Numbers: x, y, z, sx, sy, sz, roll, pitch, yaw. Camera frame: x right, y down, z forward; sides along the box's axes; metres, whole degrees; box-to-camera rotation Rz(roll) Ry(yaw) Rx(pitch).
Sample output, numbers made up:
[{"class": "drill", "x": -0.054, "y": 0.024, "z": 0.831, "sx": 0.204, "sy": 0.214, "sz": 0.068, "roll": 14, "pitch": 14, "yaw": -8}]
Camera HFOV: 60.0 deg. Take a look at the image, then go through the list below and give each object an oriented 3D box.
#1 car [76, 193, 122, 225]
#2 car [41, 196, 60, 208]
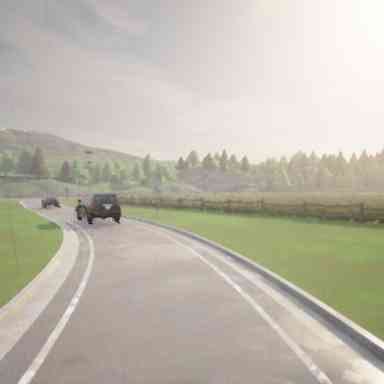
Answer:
[{"class": "car", "x": -6.684, "y": 1.088, "z": 23.542, "sx": 2.150, "sy": 2.045, "sz": 5.566, "roll": 0, "pitch": 0, "yaw": -29}, {"class": "car", "x": -18.557, "y": 1.296, "z": 43.537, "sx": 1.837, "sy": 1.490, "sz": 4.892, "roll": -1, "pitch": 1, "yaw": -29}]
